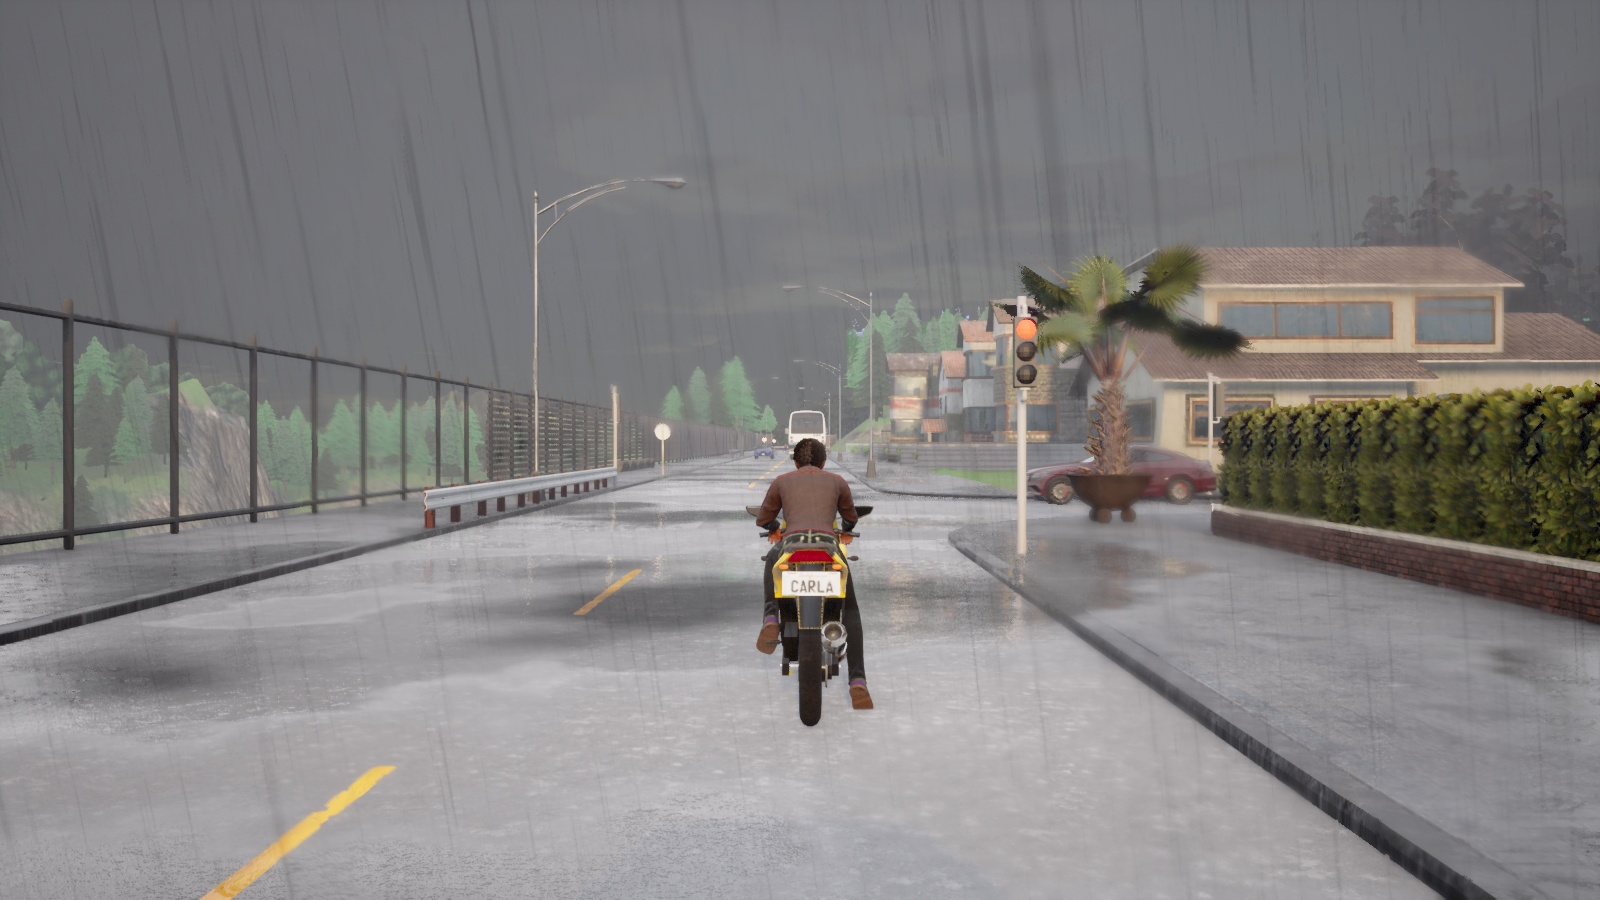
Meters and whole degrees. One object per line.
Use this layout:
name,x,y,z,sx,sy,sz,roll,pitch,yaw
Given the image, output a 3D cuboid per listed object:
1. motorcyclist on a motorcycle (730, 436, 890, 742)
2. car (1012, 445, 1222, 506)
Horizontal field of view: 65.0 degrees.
motorcyclist on a motorcycle,0.056,0.688,7.269,0.797,1.523,2.044,0,0,0
car,7.657,0.605,30.657,4.674,1.442,1.812,0,0,0
